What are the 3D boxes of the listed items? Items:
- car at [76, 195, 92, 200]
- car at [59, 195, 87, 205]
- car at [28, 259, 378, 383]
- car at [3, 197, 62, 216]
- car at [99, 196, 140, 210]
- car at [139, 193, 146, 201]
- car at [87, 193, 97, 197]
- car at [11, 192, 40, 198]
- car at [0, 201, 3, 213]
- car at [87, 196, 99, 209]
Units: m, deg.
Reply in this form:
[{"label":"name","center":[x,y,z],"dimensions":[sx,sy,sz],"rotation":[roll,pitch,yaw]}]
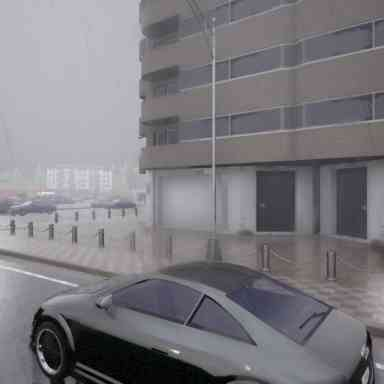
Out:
[{"label":"car","center":[-29.125,1.451,89.800],"dimensions":[1.970,1.475,3.806],"rotation":[0,0,35]},{"label":"car","center":[-22.913,1.451,64.145],"dimensions":[1.970,1.475,3.806],"rotation":[0,0,35]},{"label":"car","center":[-0.122,1.564,4.068],"dimensions":[4.181,1.385,1.994],"rotation":[0,0,35]},{"label":"car","center":[-16.007,1.581,33.572],"dimensions":[1.812,1.442,4.674],"rotation":[0,0,35]},{"label":"car","center":[-9.342,1.581,43.164],"dimensions":[1.812,1.442,4.674],"rotation":[0,0,35]},{"label":"car","center":[-10.671,1.211,76.895],"dimensions":[1.905,1.878,3.866],"rotation":[0,0,35]},{"label":"car","center":[-26.761,1.211,88.129],"dimensions":[1.905,1.878,3.866],"rotation":[0,0,35]},{"label":"car","center":[-36.801,1.209,73.771],"dimensions":[1.932,1.855,4.605],"rotation":[0,0,35]},{"label":"car","center":[-20.075,1.603,33.889],"dimensions":[2.033,1.411,5.357],"rotation":[0,0,35]},{"label":"car","center":[-11.425,1.603,46.319],"dimensions":[2.033,1.411,5.357],"rotation":[0,0,35]}]
